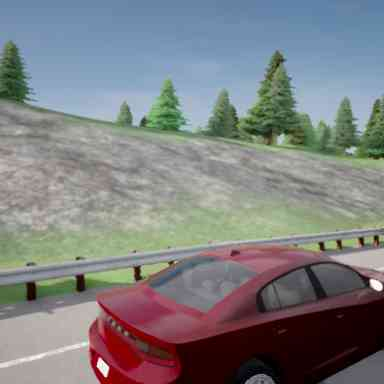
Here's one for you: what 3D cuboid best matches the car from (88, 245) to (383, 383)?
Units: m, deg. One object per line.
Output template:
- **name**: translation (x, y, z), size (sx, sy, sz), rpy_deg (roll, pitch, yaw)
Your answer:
- **car**: translation (1.207, 1.473, 4.520), size (5.008, 1.535, 1.882), rpy_deg (0, 0, -35)
